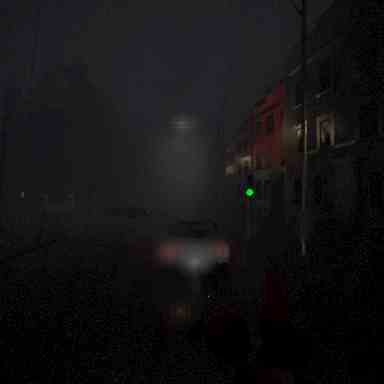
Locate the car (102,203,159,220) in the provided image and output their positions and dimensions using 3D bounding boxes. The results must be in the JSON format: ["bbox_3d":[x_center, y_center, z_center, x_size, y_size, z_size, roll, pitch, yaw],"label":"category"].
[{"bbox_3d":[-5.179,1.580,27.669,4.718,1.301,1.895,0,0,26],"label":"car"}]

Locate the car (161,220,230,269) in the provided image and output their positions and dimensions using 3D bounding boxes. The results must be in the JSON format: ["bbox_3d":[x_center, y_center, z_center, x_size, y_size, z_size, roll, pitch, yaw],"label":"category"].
[{"bbox_3d":[0.087,1.592,11.074,1.895,1.301,4.718,0,0,0],"label":"car"}]
